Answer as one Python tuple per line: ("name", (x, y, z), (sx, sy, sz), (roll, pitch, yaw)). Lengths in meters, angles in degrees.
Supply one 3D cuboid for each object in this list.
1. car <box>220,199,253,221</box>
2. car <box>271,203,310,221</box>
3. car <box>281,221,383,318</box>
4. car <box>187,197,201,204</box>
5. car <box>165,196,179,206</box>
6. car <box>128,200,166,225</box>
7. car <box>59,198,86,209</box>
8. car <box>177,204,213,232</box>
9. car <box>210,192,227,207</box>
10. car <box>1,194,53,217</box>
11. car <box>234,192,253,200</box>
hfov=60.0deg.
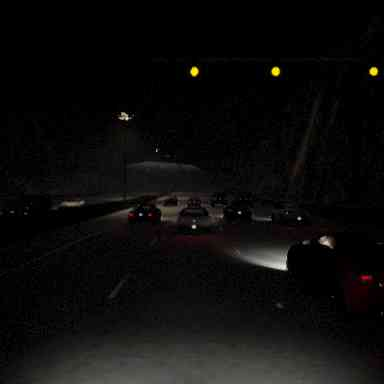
("car", (3.676, 1.569, 27.610), (1.994, 1.385, 4.181), (0, 0, 0))
("car", (7.141, 1.537, 24.395), (1.812, 1.442, 4.674), (0, 0, 0))
("car", (3.600, 1.588, 7.549), (1.994, 1.385, 4.181), (0, 0, 0))
("car", (0.315, 1.408, 46.122), (2.033, 1.411, 5.357), (0, 1, 0))
("car", (-3.146, 1.292, 51.098), (2.128, 1.511, 4.902), (0, 1, 0))
("car", (-3.350, 1.558, 24.382), (2.033, 1.411, 5.357), (0, 0, 0))
("car", (-13.842, 1.459, 38.748), (1.812, 1.442, 4.674), (0, 1, 0))
("car", (0.126, 1.616, 20.433), (1.895, 1.301, 4.718), (0, 0, 0))
("car", (3.827, 1.063, 47.685), (2.150, 2.045, 5.566), (0, 1, 0))
("car", (-13.920, 1.222, 28.569), (2.150, 2.045, 5.566), (0, 0, 0))
("car", (7.329, 1.060, 47.889), (2.150, 2.045, 5.566), (0, 1, 0))
